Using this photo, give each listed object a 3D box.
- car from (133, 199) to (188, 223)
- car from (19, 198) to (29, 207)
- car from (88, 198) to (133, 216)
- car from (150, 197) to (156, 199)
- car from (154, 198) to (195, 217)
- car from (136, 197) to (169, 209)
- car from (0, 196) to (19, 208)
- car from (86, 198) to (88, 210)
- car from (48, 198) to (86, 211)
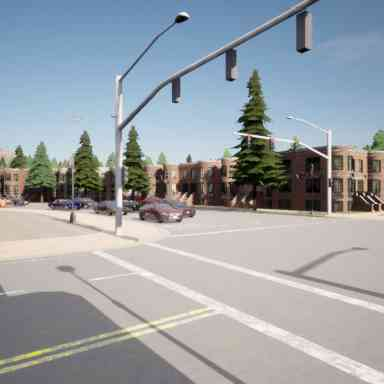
[{"bbox_3d":[-2.520,1.526,25.579,1.812,1.442,4.674,0,0,-35],"label":"car"},{"bbox_3d":[-27.297,1.493,50.833,4.902,1.511,2.128,0,0,18],"label":"car"},{"bbox_3d":[-8.191,1.547,33.265,2.033,1.411,5.357,0,0,-38],"label":"car"},{"bbox_3d":[-3.289,1.547,38.635,2.033,1.411,5.357,0,0,-39],"label":"car"},{"bbox_3d":[-1.529,1.564,30.097,1.994,1.385,4.181,0,0,-37],"label":"car"},{"bbox_3d":[-5.506,1.477,45.993,5.008,1.535,1.882,0,0,44],"label":"car"},{"bbox_3d":[-27.598,1.351,47.202,4.553,1.767,2.097,0,0,19],"label":"car"},{"bbox_3d":[-14.230,1.491,43.868,4.902,1.511,2.128,0,0,36],"label":"car"},{"bbox_3d":[-15.478,1.601,40.539,4.718,1.301,1.895,0,0,37],"label":"car"}]
